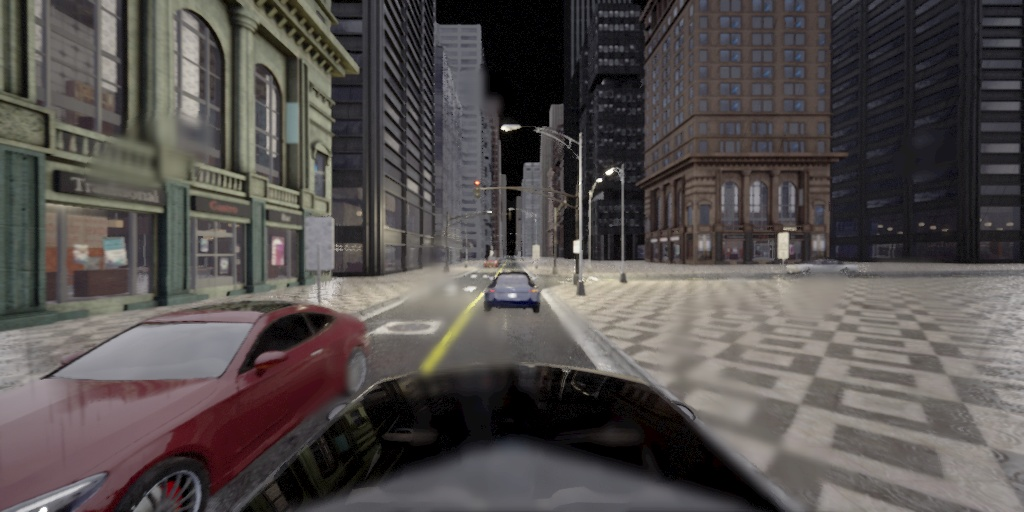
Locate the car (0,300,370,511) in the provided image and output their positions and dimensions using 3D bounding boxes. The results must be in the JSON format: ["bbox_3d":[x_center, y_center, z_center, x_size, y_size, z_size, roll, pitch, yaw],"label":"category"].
[{"bbox_3d":[-3.080,1.267,3.802,1.812,1.442,4.674,0,0,0],"label":"car"}]

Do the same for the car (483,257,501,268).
[{"bbox_3d":[-3.082,0.882,53.410,2.097,1.767,4.553,0,0,0],"label":"car"}]

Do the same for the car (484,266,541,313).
[{"bbox_3d":[0.035,1.261,13.804,1.994,1.385,4.181,0,0,1],"label":"car"}]

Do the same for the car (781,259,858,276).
[{"bbox_3d":[24.347,0.931,28.512,4.718,1.301,1.895,-1,0,0],"label":"car"}]
